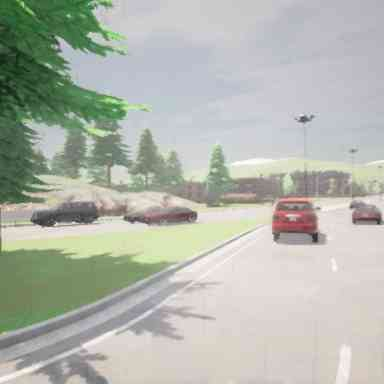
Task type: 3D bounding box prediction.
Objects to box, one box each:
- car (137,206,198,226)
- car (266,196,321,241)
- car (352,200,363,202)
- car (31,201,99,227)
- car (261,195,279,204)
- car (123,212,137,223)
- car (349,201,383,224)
[{"bbox_3d":[-1.700,1.937,27.778,5.008,1.535,1.882,0,-1,-43],"label":"car"},{"bbox_3d":[5.723,1.385,18.047,2.150,2.045,5.566,-2,-1,22],"label":"car"},{"bbox_3d":[24.062,1.806,48.040,1.994,1.385,4.181,-2,-1,34],"label":"car"},{"bbox_3d":[-10.905,1.885,28.974,5.566,2.045,2.150,0,-1,-39],"label":"car"},{"bbox_3d":[14.496,1.466,60.834,2.150,2.045,5.566,-2,-1,34],"label":"car"},{"bbox_3d":[-3.608,2.086,30.520,5.357,1.411,2.033,0,-1,-42],"label":"car"},{"bbox_3d":[13.866,1.686,26.268,1.994,1.385,4.181,-2,-1,31],"label":"car"}]
